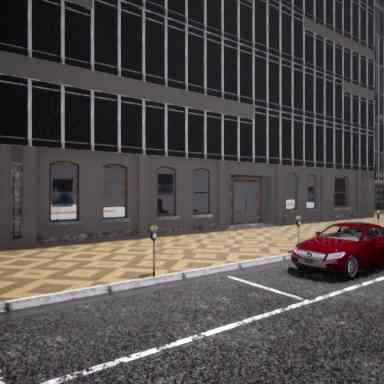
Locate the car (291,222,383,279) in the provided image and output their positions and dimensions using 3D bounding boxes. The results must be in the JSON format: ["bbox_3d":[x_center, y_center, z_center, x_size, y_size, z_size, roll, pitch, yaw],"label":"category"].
[{"bbox_3d":[4.782,1.582,9.989,4.206,1.307,1.802,0,0,-36],"label":"car"}]
